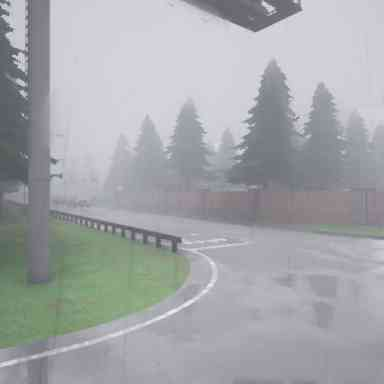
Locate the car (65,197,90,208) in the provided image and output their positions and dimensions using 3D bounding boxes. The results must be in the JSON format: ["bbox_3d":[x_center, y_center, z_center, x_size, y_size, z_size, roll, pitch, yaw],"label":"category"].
[{"bbox_3d":[-14.712,1.348,43.216,1.812,1.442,4.674,0,0,-34],"label":"car"}]

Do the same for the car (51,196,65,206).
[{"bbox_3d":[-20.414,1.369,51.705,2.033,1.411,5.357,0,0,-34],"label":"car"}]
